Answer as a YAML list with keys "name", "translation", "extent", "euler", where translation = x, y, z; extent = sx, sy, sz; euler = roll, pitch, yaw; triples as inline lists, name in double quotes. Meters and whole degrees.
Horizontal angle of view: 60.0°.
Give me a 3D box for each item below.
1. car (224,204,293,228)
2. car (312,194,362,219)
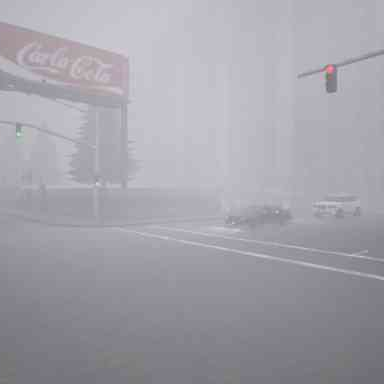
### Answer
- name: "car"
  translation: [4.628, 1.547, 22.458]
  extent: [5.357, 1.411, 2.033]
  euler: [0, 0, -39]
- name: "car"
  translation: [12.808, 1.220, 29.198]
  extent: [5.566, 2.045, 2.150]
  euler: [0, 0, -39]
